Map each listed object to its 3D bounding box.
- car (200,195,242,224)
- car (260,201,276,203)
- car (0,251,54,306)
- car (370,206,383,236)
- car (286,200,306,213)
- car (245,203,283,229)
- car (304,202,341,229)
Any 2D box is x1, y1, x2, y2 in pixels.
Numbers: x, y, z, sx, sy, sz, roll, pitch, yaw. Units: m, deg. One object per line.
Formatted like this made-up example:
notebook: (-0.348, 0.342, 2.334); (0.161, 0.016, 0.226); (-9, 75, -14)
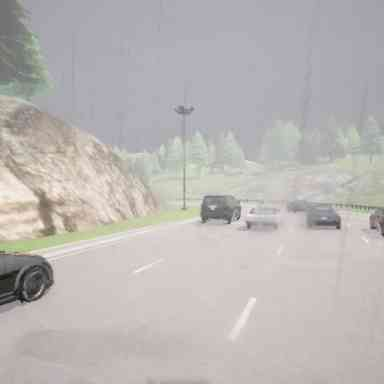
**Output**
car: (2.267, 1.219, 24.994); (2.150, 2.045, 5.566); (0, 0, 18)
car: (8.234, 1.594, 36.350); (1.895, 1.301, 4.718); (0, 0, 4)
car: (-4.554, 1.564, 5.949); (1.994, 1.385, 4.181); (0, 0, 20)
car: (10.931, 1.473, 17.943); (1.882, 1.535, 5.008); (0, 0, 20)
car: (11.622, 1.557, 36.122); (1.994, 1.385, 4.181); (0, 0, 4)
car: (4.759, 1.597, 21.453); (1.895, 1.301, 4.718); (0, 0, 20)
car: (8.610, 1.559, 21.938); (1.994, 1.385, 4.181); (0, 0, 19)
